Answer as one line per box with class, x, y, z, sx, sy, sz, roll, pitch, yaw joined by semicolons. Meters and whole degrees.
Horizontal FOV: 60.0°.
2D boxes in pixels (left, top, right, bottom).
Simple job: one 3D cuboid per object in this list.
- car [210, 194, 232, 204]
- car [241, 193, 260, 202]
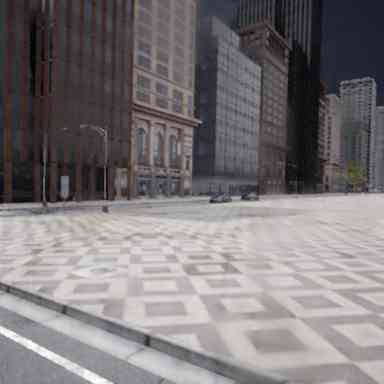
car;4.496;1.035;50.703;1.994;1.385;4.181;2;1;36
car;10.390;0.932;59.120;1.837;1.490;4.892;2;1;35
